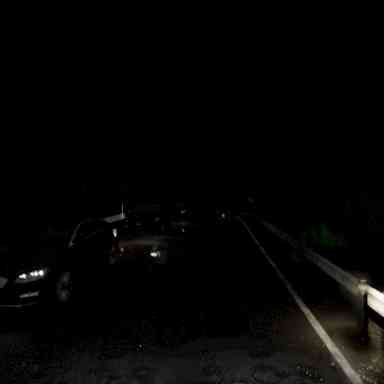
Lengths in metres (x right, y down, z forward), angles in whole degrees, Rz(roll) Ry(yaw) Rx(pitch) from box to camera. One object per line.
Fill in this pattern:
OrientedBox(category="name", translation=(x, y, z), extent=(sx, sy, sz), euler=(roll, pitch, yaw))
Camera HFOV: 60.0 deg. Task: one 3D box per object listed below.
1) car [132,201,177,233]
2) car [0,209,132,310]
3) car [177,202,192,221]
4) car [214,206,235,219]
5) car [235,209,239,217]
OrientedBox(category="car", translation=(-2.246, 1.274, 17.993), extent=(1.882, 1.535, 5.008), euler=(0, -1, 5))
OrientedBox(category="car", translation=(-3.132, 1.319, 7.704), extent=(2.128, 1.511, 4.902), euler=(0, 1, 4))
OrientedBox(category="car", translation=(-1.125, 1.606, 28.301), extent=(1.882, 1.535, 5.008), euler=(0, -3, 7))
OrientedBox(category="car", translation=(3.402, 2.216, 35.752), extent=(1.895, 1.301, 4.718), euler=(0, -3, 6))
OrientedBox(category="car", translation=(5.282, 2.831, 47.434), extent=(1.994, 1.385, 4.181), euler=(0, -3, 19))
